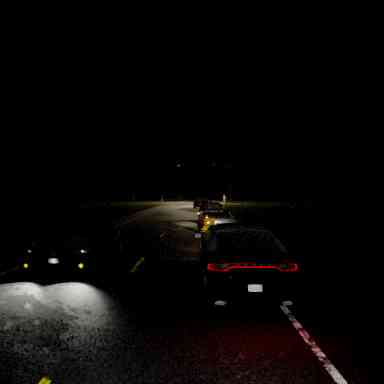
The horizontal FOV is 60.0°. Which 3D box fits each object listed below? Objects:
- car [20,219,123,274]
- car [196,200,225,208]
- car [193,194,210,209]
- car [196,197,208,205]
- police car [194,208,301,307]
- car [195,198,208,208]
[{"bbox_3d":[-3.508,1.564,10.455,1.994,1.385,4.181,0,0,1],"label":"car"},{"bbox_3d":[1.257,1.452,18.270,1.801,1.575,5.366,0,0,1],"label":"car"},{"bbox_3d":[1.215,1.450,45.781,1.882,1.535,5.008,0,0,3],"label":"car"},{"bbox_3d":[1.856,1.557,57.877,1.895,1.301,4.718,0,0,4],"label":"car"},{"bbox_3d":[1.097,1.425,8.220,1.930,1.638,5.238,0,0,1],"label":"police car"},{"bbox_3d":[1.397,1.471,24.060,1.882,1.535,5.008,0,0,2],"label":"car"}]
